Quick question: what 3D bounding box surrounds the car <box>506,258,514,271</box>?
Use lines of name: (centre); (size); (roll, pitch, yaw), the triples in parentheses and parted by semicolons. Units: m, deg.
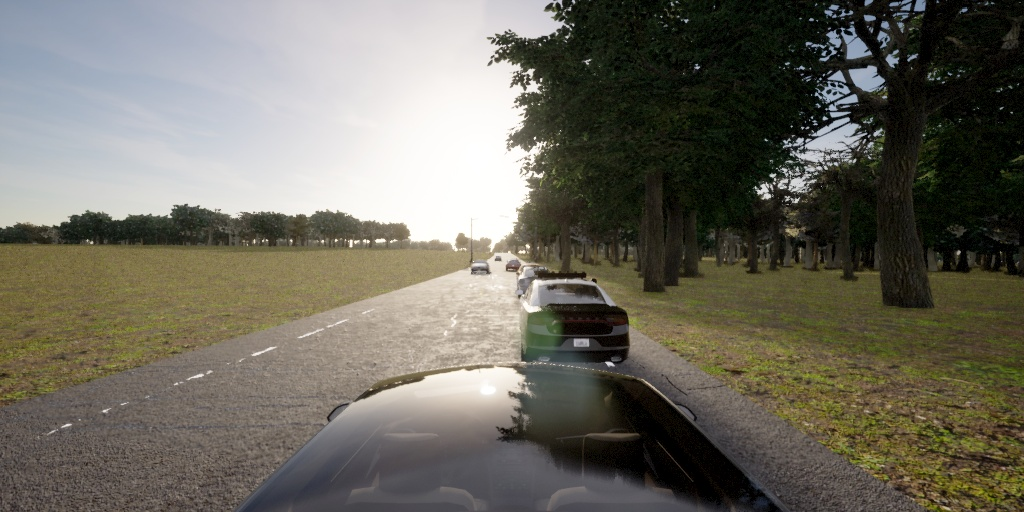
car: (0.209, 1.151, 46.562); (1.994, 1.385, 4.181); (0, 0, 2)

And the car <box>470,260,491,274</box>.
car: (-3.407, 1.153, 39.154); (1.812, 1.442, 4.674); (0, 0, 0)

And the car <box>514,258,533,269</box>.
car: (1.216, 1.155, 24.360); (1.801, 1.575, 5.366); (0, 0, 0)

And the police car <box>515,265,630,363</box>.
police car: (1.121, 1.168, 8.271); (1.930, 1.638, 5.238); (0, 0, 0)

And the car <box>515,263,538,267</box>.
car: (1.188, 1.247, 18.167); (1.812, 1.442, 4.674); (0, 0, 0)
